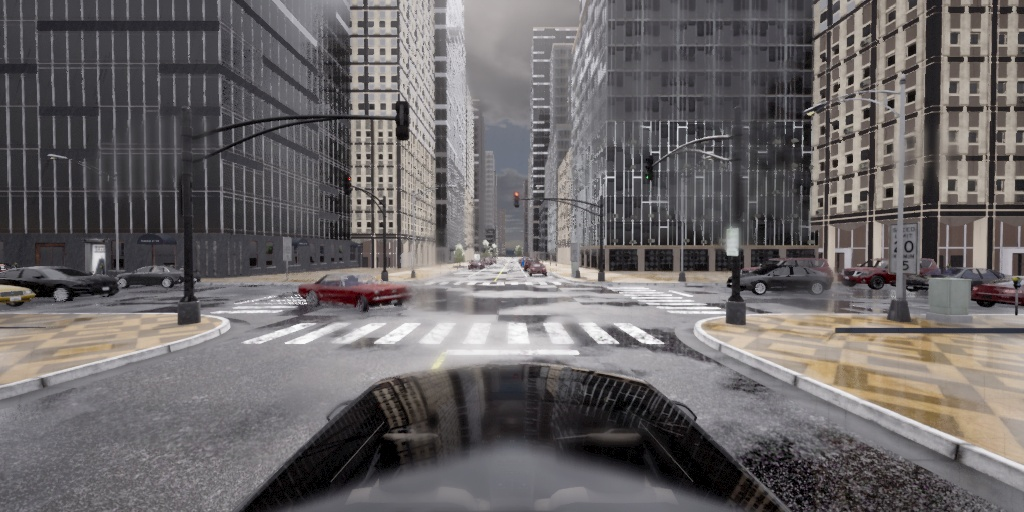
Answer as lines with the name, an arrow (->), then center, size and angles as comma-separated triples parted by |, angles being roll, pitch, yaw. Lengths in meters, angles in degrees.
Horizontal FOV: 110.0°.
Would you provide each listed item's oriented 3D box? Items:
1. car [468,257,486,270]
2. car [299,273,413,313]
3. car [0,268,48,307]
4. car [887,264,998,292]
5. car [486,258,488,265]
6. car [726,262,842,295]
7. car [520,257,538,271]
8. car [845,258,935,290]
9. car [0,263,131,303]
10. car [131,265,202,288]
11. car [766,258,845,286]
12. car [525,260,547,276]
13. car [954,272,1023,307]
car -> -5.280, 1.169, 52.509 | 1.967, 1.591, 4.097 | 0, 0, 0
car -> -6.152, 1.349, 14.076 | 4.718, 1.301, 1.895 | 0, 0, 30
car -> -21.252, 1.301, 13.613 | 4.829, 1.417, 1.751 | 0, 0, 0
car -> 24.008, 1.305, 19.220 | 5.357, 1.411, 2.033 | 0, 1, 0
car -> -5.276, 1.307, 58.034 | 1.802, 1.307, 4.207 | 0, 0, 0
car -> 14.185, 1.250, 19.189 | 4.892, 1.490, 1.837 | 0, 1, 1
car -> 2.585, 1.047, 47.004 | 2.192, 1.841, 5.009 | 0, 0, 0
car -> 22.907, 1.032, 21.821 | 5.009, 1.841, 2.192 | 0, 0, 0
car -> -20.858, 1.215, 16.196 | 5.008, 1.535, 1.882 | 0, 1, 0
car -> -21.435, 1.205, 21.751 | 4.403, 1.370, 2.007 | 0, 0, 0
car -> 16.575, 1.024, 21.811 | 5.009, 1.841, 2.192 | 0, 0, 0
car -> 2.556, 1.319, 35.955 | 1.802, 1.307, 4.207 | 0, 0, 0
car -> 20.189, 1.417, 13.678 | 4.207, 1.307, 1.802 | 0, 0, 0
